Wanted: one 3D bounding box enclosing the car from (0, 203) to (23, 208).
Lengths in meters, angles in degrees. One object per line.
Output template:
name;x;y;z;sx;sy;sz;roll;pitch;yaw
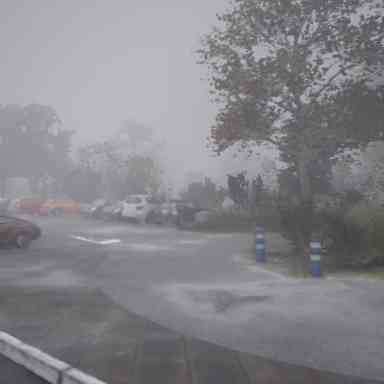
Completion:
car;-10.534;1.488;14.287;1.946;1.575;5.366;0;0;36

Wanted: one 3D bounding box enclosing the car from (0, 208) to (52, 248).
car;-8.272;1.541;12.909;2.002;1.452;4.674;0;-1;36

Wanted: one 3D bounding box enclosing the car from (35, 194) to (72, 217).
car;-11.856;1.321;31.533;2.185;1.767;4.553;0;0;36

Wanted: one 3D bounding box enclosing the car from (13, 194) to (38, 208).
car;-14.183;1.184;33.279;2.435;2.045;5.566;0;0;36

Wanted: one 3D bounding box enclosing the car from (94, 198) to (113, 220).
car;-5.136;1.353;26.782;2.185;1.767;4.553;0;0;36

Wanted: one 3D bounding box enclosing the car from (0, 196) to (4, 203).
car;-18.619;1.414;36.438;2.097;1.535;5.008;0;0;36

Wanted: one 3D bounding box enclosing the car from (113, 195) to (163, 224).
car;-2.774;1.239;25.081;2.435;2.045;5.566;0;0;36

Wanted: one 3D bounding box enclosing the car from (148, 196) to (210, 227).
car;-0.547;1.375;23.408;2.185;1.767;4.553;0;0;36

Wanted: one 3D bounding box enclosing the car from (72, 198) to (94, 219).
car;-7.397;1.343;28.407;2.185;1.767;4.553;0;0;36

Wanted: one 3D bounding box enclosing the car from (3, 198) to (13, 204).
car;-16.354;1.422;35.032;1.946;1.575;5.366;0;0;36
